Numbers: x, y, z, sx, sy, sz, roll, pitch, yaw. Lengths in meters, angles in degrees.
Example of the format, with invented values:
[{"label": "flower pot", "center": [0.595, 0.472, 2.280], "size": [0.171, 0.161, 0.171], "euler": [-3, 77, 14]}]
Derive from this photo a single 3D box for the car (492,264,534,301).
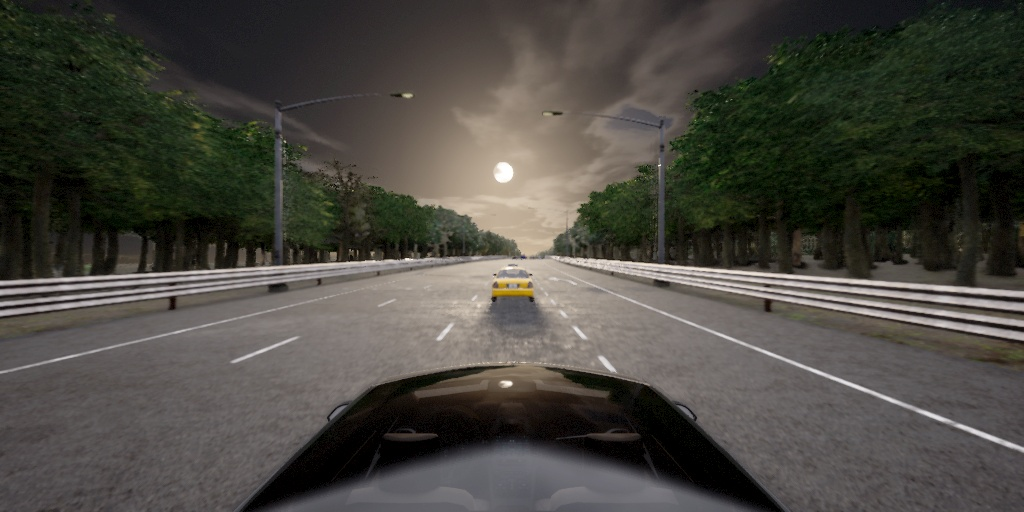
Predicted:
[{"label": "car", "center": [0.040, 1.151, 16.900], "size": [1.801, 1.575, 5.366], "euler": [0, 1, 0]}]
